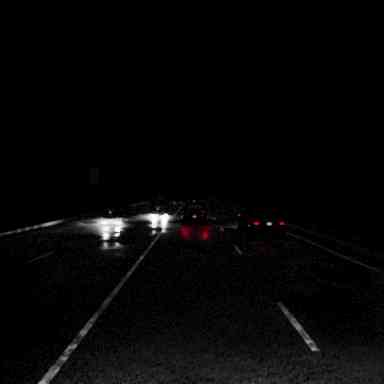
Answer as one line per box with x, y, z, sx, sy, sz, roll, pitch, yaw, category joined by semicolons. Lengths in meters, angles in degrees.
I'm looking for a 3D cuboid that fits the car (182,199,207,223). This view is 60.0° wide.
0.186;1.519;25.286;1.812;1.442;4.674;0;0;0;car

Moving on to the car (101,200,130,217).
-6.993;1.481;30.900;2.128;1.511;4.902;0;0;0;car

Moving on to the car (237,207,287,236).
3.658;1.544;18.180;2.033;1.411;5.357;0;0;0;car

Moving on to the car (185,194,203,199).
0.247;1.210;42.927;2.150;2.045;5.566;0;0;0;car

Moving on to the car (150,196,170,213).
-3.471;1.480;36.378;2.128;1.511;4.902;0;0;0;car

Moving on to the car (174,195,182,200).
-3.230;1.318;77.573;1.882;1.535;5.008;0;0;0;car
